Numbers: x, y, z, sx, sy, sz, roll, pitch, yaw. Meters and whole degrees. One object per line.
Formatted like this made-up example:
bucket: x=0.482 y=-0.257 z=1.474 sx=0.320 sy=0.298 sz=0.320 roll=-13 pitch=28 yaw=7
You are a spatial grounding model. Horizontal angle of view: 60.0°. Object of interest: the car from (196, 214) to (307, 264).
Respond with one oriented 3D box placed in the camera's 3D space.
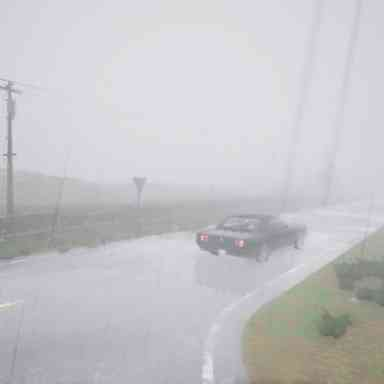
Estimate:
car: x=2.253 y=1.413 z=11.285 sx=1.895 sy=1.301 sz=4.718 roll=2 pitch=2 yaw=38
